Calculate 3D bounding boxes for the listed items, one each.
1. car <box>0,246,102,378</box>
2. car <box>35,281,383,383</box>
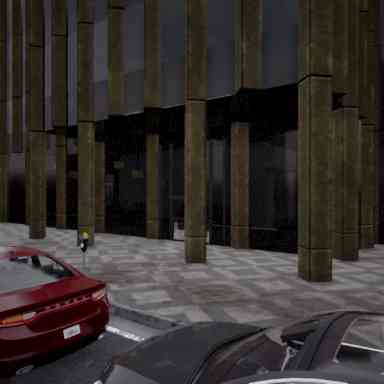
[{"bbox_3d":[-3.255,1.544,5.303,4.507,1.381,1.887,0,0,36],"label":"car"},{"bbox_3d":[1.163,1.551,2.133,4.403,1.369,2.008,0,0,36],"label":"car"}]
